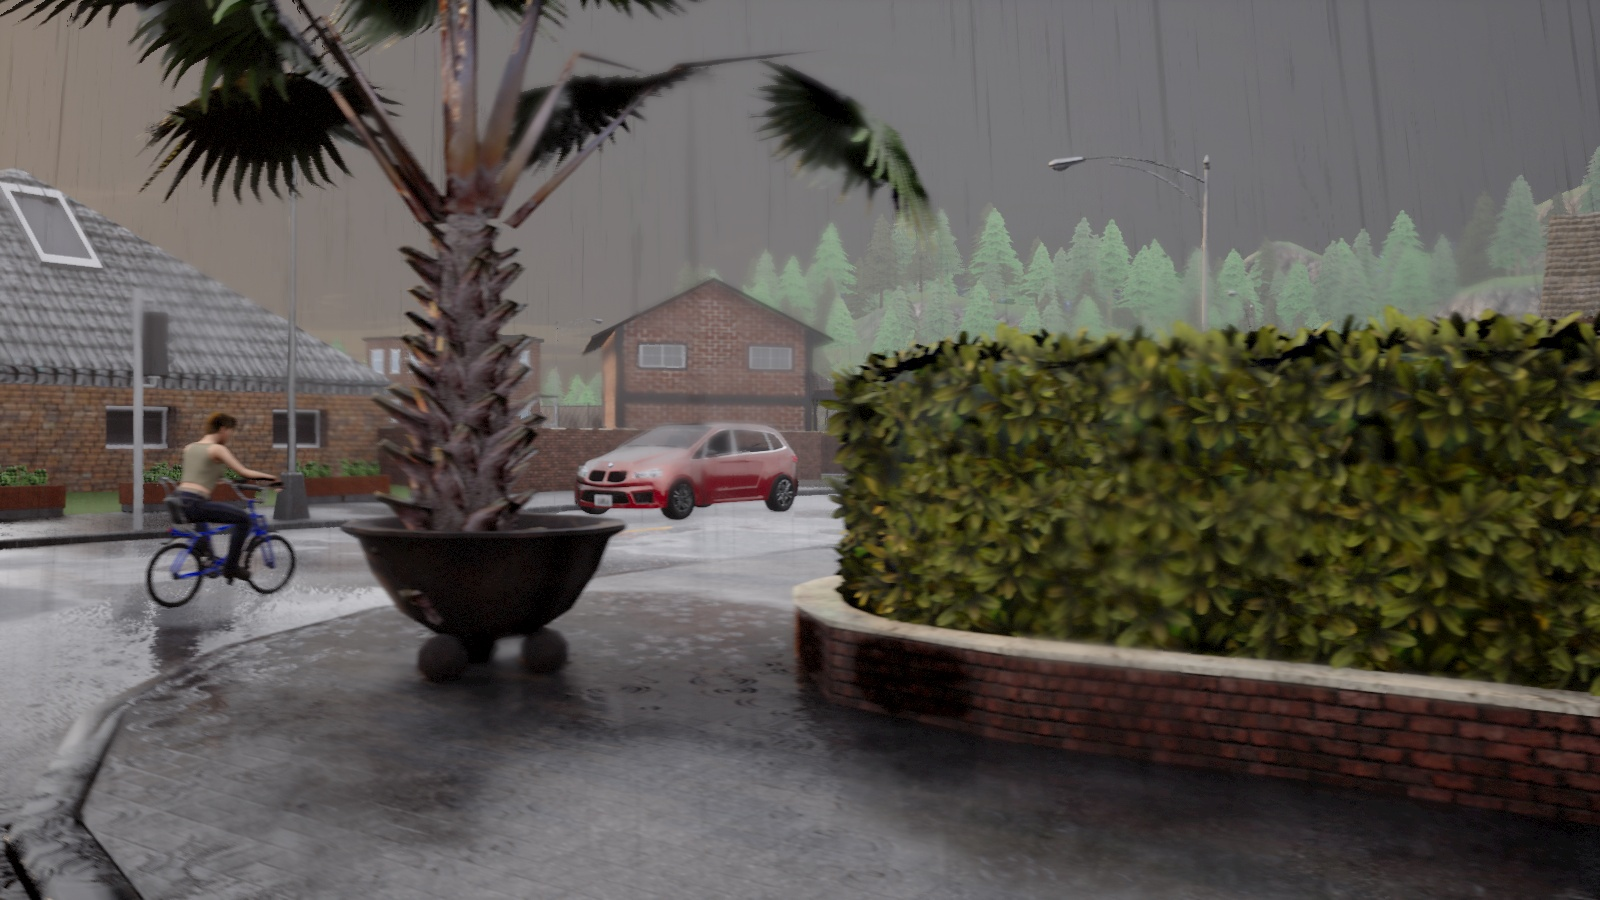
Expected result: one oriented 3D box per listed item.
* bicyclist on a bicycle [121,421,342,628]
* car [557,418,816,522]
[{"bbox_3d":[-4.782,0.568,10.657,0.866,1.612,1.509,1,1,25],"label":"bicyclist on a bicycle"},{"bbox_3d":[-1.933,0.287,22.823,2.242,1.667,4.611,0,1,35],"label":"car"}]
